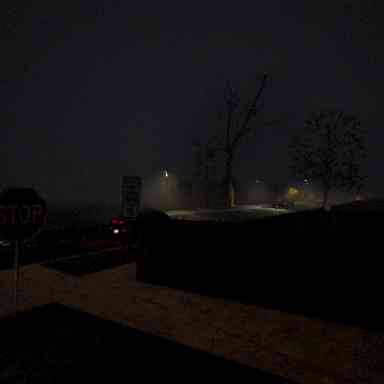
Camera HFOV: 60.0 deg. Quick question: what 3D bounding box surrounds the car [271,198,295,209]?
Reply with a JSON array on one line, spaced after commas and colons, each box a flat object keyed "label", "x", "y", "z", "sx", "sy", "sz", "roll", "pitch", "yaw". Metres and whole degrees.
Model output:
[{"label": "car", "x": 12.954, "y": 1.580, "z": 46.962, "sx": 2.033, "sy": 1.411, "sz": 5.357, "roll": 4, "pitch": 2, "yaw": 33}]

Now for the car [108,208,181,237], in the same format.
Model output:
[{"label": "car", "x": -2.374, "y": 1.653, "z": 18.320, "sx": 1.837, "sy": 1.490, "sz": 4.892, "roll": 4, "pitch": 2, "yaw": 33}]
